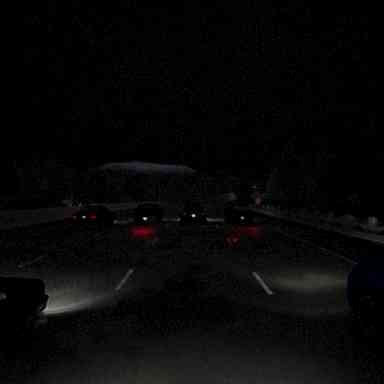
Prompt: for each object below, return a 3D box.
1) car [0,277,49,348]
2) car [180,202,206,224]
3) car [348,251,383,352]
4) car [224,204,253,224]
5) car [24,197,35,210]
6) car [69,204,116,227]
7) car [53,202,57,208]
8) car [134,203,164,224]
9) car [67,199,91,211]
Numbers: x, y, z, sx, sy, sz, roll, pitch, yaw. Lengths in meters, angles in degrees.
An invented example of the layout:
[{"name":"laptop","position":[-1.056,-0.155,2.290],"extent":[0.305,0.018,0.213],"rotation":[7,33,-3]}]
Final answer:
[{"name":"car","position":[-3.398,1.555,3.295],"extent":[2.033,1.411,5.357],"rotation":[0,0,0]},{"name":"car","position":[0.105,1.739,26.244],"extent":[1.994,1.385,4.181],"rotation":[0,-1,0]},{"name":"car","position":[3.600,1.229,3.035],"extent":[2.150,2.045,5.566],"rotation":[0,0,0]},{"name":"car","position":[3.605,1.698,26.053],"extent":[1.812,1.442,4.674],"rotation":[0,-1,0]},{"name":"car","position":[-24.491,1.855,51.741],"extent":[2.150,2.045,5.566],"rotation":[0,-1,0]},{"name":"car","position":[-6.896,1.689,23.749],"extent":[2.033,1.411,5.357],"rotation":[0,-1,0]},{"name":"car","position":[-20.991,2.221,51.754],"extent":[1.994,1.385,4.181],"rotation":[0,-1,0]},{"name":"car","position":[-3.394,1.682,26.400],"extent":[1.837,1.490,4.892],"rotation":[0,-1,0]},{"name":"car","position":[-17.492,1.999,51.742],"extent":[2.097,1.767,4.553],"rotation":[0,-1,0]}]
